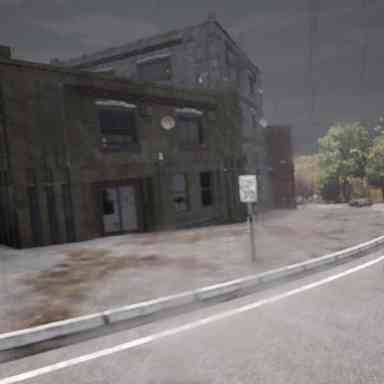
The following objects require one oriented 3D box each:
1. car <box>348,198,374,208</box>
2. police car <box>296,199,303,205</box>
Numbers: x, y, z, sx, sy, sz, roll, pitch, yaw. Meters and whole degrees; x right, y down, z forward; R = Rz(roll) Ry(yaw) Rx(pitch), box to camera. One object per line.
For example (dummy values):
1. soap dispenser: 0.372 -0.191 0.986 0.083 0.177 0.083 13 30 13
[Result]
1. car: 25.748 1.674 50.881 2.033 1.411 5.357 -5 -2 4
2. police car: 26.464 2.685 85.179 1.930 1.638 5.238 -5 -2 -7
